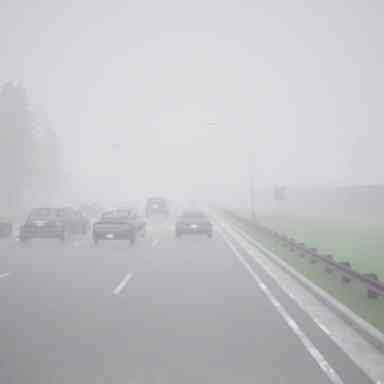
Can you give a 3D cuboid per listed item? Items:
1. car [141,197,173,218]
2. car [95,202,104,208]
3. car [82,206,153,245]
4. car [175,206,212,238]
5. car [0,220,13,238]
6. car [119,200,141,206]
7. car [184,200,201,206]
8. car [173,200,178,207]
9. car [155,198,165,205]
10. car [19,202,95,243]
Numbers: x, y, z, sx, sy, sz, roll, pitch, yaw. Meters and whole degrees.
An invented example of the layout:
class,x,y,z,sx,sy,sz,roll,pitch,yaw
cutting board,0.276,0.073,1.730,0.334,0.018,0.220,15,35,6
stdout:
class,x,y,z,sx,sy,sz,roll,pitch,yaw
car,-3.405,1.522,33.495,2.150,2.045,5.566,0,-1,0
car,-10.405,1.815,34.500,1.837,1.490,4.892,0,-1,0
car,-3.402,1.638,16.239,2.128,1.511,4.902,0,-1,0
car,0.097,1.735,18.972,1.994,1.385,4.181,0,0,0
car,-10.415,1.668,15.698,1.812,1.442,4.674,0,-1,0
car,-6.919,1.844,35.441,1.812,1.442,4.674,0,-1,0
car,0.081,1.844,35.409,1.812,1.442,4.674,0,-1,0
car,-3.508,2.094,60.876,2.033,1.411,5.357,0,0,0
car,-7.011,2.189,74.118,1.812,1.442,4.674,0,-1,0
car,-6.902,1.509,17.232,2.097,1.767,4.553,0,0,0
